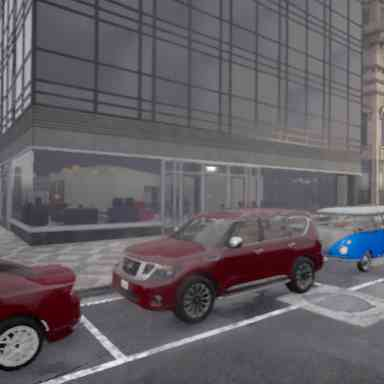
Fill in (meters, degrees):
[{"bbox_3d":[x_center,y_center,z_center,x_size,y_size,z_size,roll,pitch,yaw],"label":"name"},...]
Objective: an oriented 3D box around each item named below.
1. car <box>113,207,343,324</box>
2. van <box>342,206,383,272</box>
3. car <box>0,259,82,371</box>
[{"bbox_3d":[0.860,1.328,7.367,5.009,1.841,2.192,0,0,-35],"label":"car"},{"bbox_3d":[5.440,1.367,10.633,3.998,1.788,1.690,0,0,-35],"label":"van"},{"bbox_3d":[-3.722,1.543,4.102,4.507,1.381,1.887,0,0,-35],"label":"car"}]
